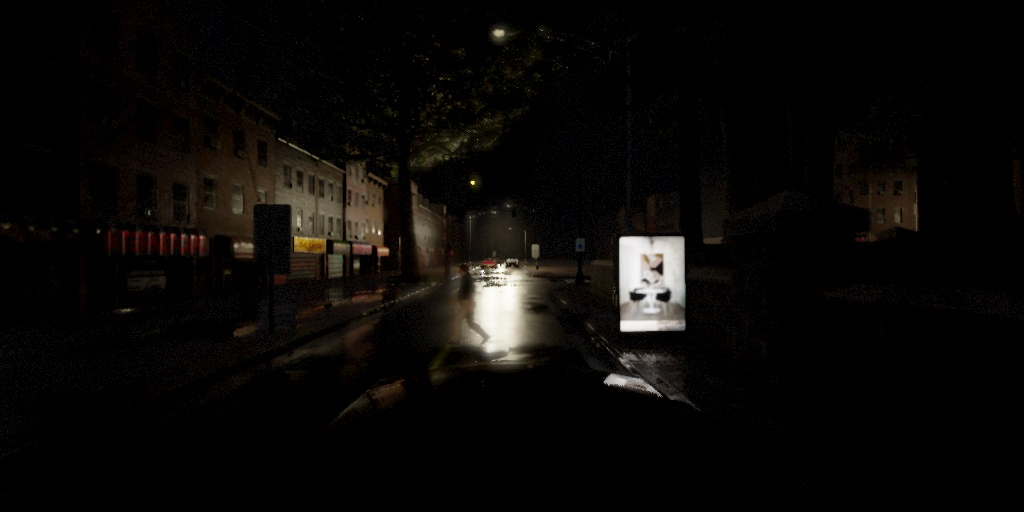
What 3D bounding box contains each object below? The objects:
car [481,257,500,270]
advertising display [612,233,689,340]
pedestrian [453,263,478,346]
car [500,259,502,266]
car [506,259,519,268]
[{"bbox_3d":[-2.846,1.012,46.117,1.812,1.442,4.674,0,0,0],"label":"car"},{"bbox_3d":[3.008,0.737,7.758,1.540,2.440,0.280,0,0,0],"label":"advertising display"},{"bbox_3d":[-1.001,1.004,7.696,0.375,1.860,0.375,1,0,-10],"label":"pedestrian"},{"bbox_3d":[-2.811,0.924,62.522,1.837,1.490,4.892,0,0,1],"label":"car"},{"bbox_3d":[0.079,1.058,51.875,1.895,1.301,4.718,0,0,0],"label":"car"}]
